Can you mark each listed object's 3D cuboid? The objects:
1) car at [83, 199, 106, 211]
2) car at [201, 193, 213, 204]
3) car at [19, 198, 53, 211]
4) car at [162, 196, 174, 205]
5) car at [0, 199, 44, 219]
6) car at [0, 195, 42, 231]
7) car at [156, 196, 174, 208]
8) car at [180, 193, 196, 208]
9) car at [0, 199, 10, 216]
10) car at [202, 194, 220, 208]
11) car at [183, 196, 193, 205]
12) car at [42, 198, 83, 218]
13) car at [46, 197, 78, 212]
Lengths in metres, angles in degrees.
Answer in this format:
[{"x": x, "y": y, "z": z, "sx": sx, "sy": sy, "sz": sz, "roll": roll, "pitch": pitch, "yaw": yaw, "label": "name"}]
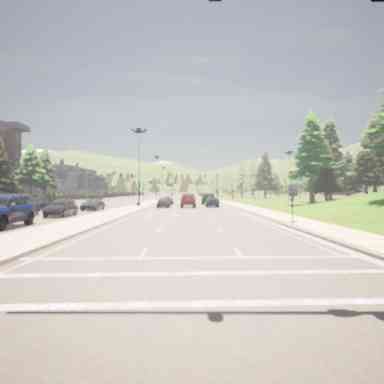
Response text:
[{"x": -11.976, "y": 1.525, "z": 40.601, "sx": 2.033, "sy": 1.411, "sz": 5.357, "roll": 0, "pitch": 0, "yaw": 0, "label": "car"}, {"x": 2.789, "y": 1.188, "z": 58.562, "sx": 2.150, "sy": 2.045, "sz": 5.566, "roll": 0, "pitch": 0, "yaw": -1, "label": "car"}, {"x": -18.961, "y": 1.483, "z": 40.681, "sx": 1.837, "sy": 1.490, "sz": 4.892, "roll": 0, "pitch": 0, "yaw": -1, "label": "car"}, {"x": -4.210, "y": 1.492, "z": 58.418, "sx": 1.812, "sy": 1.442, "sz": 4.674, "roll": 0, "pitch": 0, "yaw": -1, "label": "car"}, {"x": -15.379, "y": 1.476, "z": 29.851, "sx": 2.128, "sy": 1.511, "sz": 4.902, "roll": 0, "pitch": 0, "yaw": -1, "label": "car"}, {"x": -11.758, "y": 1.211, "z": 20.626, "sx": 2.150, "sy": 2.045, "sz": 5.566, "roll": 0, "pitch": 0, "yaw": -1, "label": "car"}, {"x": -4.054, "y": 1.520, "z": 47.799, "sx": 2.033, "sy": 1.411, "sz": 5.357, "roll": 0, "pitch": 0, "yaw": -1, "label": "car"}, {"x": -0.556, "y": 1.194, "z": 47.917, "sx": 2.150, "sy": 2.045, "sz": 5.566, "roll": 0, "pitch": 0, "yaw": -1, "label": "car"}, {"x": -18.880, "y": 1.462, "z": 30.247, "sx": 1.882, "sy": 1.535, "sz": 5.008, "roll": 0, "pitch": 0, "yaw": -1, "label": "car"}, {"x": 2.939, "y": 1.477, "z": 48.338, "sx": 1.837, "sy": 1.490, "sz": 4.892, "roll": 0, "pitch": 0, "yaw": -1, "label": "car"}, {"x": -0.710, "y": 1.471, "z": 58.470, "sx": 1.837, "sy": 1.490, "sz": 4.892, "roll": 0, "pitch": 0, "yaw": -1, "label": "car"}, {"x": -11.884, "y": 1.489, "z": 30.305, "sx": 1.837, "sy": 1.490, "sz": 4.892, "roll": 0, "pitch": 0, "yaw": -1, "label": "car"}, {"x": -15.464, "y": 1.456, "z": 39.906, "sx": 1.882, "sy": 1.535, "sz": 5.008, "roll": 0, "pitch": 0, "yaw": 0, "label": "car"}]
